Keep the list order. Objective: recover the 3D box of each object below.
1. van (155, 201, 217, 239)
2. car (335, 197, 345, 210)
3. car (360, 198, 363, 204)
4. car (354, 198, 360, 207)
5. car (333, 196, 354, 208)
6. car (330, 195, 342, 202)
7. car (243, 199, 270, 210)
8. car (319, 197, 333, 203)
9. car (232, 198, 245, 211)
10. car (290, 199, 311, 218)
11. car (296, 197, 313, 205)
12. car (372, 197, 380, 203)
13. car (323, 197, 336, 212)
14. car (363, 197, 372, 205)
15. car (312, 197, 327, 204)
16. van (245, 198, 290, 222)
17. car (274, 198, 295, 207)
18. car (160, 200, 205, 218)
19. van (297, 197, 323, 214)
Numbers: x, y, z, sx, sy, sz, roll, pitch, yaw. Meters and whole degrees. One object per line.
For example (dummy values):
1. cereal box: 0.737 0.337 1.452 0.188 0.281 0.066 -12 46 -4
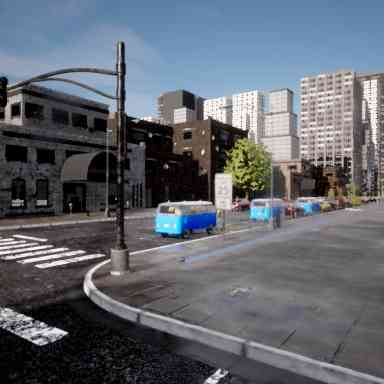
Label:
1. van: -0.182 1.407 17.682 1.690 1.788 3.998 0 0 35
2. car: 18.805 1.730 44.831 1.947 1.339 4.313 0 0 35
3. car: 28.397 1.749 58.546 1.752 1.417 4.829 0 0 35
4. car: 25.136 1.517 53.882 2.192 1.841 5.009 0 0 35
5. car: 21.971 1.498 49.357 2.192 1.841 5.009 0 0 35
6. car: 37.265 1.713 85.848 1.967 1.590 4.097 0 0 35
7. car: 8.784 1.629 45.125 1.887 1.381 4.507 0 0 35
8. car: 30.935 1.793 76.798 1.947 1.339 4.313 0 0 35
9. car: 5.620 1.507 40.600 1.967 1.590 4.097 0 0 35
10. car: 9.311 1.656 31.256 1.887 1.381 4.507 0 0 35
11. car: 21.442 1.706 63.223 1.887 1.381 4.507 0 0 35
12. car: 44.123 1.900 81.031 1.947 1.339 4.313 0 0 35
13. car: 15.738 1.671 40.446 1.752 1.417 4.829 0 0 35
14. car: 34.628 1.810 67.456 1.887 1.381 4.507 0 0 35
15. car: 27.674 1.729 72.134 1.752 1.417 4.829 0 0 35
16. van: 6.148 1.436 26.732 1.690 1.788 3.998 0 0 35
17. car: 15.113 1.666 54.174 1.887 1.381 4.507 0 0 35
18. car: -0.808 1.559 31.410 1.752 1.417 4.829 0 0 35
19. van: 12.477 1.469 35.781 1.690 1.788 3.998 0 0 35
